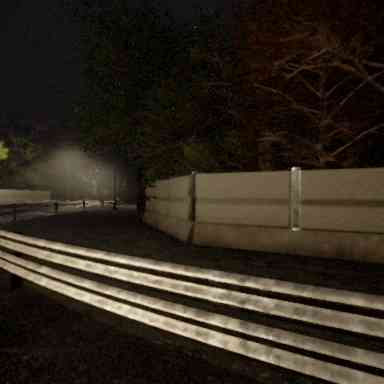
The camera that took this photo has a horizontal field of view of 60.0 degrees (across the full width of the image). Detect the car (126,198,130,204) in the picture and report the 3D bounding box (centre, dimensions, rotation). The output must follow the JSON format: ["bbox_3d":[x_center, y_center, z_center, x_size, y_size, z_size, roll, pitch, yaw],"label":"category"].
[{"bbox_3d":[-17.911,2.404,88.902,1.837,1.490,4.892,0,-1,0],"label":"car"}]

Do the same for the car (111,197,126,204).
[{"bbox_3d":[-17.893,2.000,78.981,2.097,1.767,4.553,0,-1,0],"label":"car"}]
